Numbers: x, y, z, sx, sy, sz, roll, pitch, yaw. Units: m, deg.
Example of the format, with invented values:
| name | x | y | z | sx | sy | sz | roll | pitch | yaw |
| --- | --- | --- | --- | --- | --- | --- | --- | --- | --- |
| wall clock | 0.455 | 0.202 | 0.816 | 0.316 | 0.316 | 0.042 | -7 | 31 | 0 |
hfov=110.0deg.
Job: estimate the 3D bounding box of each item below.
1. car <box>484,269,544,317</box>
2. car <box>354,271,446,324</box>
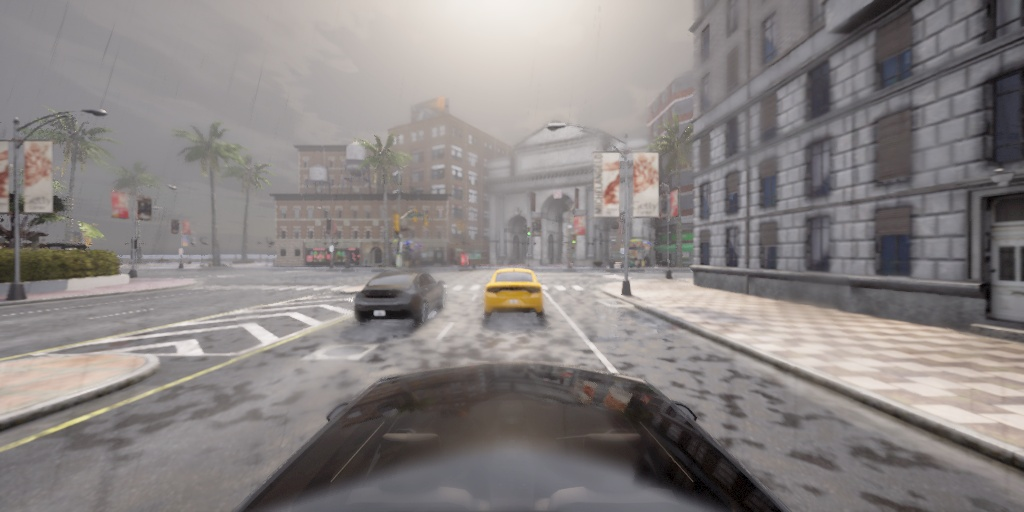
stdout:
| name | x | y | z | sx | sy | sz | roll | pitch | yaw |
| --- | --- | --- | --- | --- | --- | --- | --- | --- | --- |
| car | 0.081 | 1.188 | 12.987 | 1.882 | 1.535 | 5.008 | 0 | 0 | 0 |
| car | -3.427 | 1.220 | 11.744 | 1.837 | 1.490 | 4.892 | 0 | 1 | 0 |
